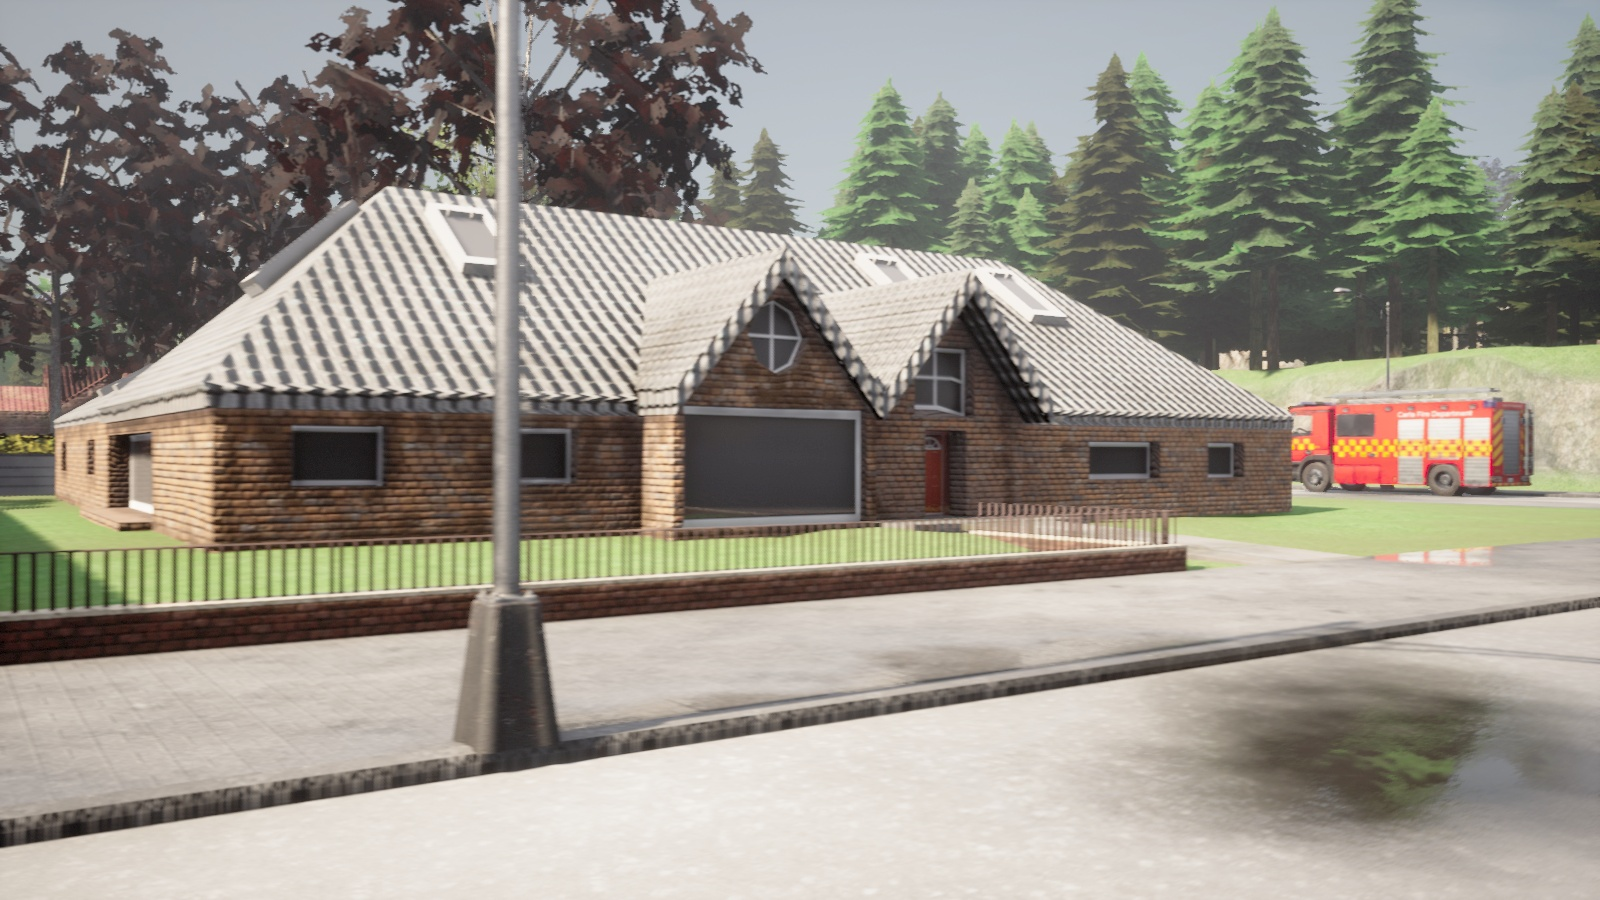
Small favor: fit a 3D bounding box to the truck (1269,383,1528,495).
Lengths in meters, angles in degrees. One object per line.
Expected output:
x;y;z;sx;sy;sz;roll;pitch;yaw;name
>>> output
22.222;-0.351;47.232;2.891;3.827;8.468;0;0;-35;truck
